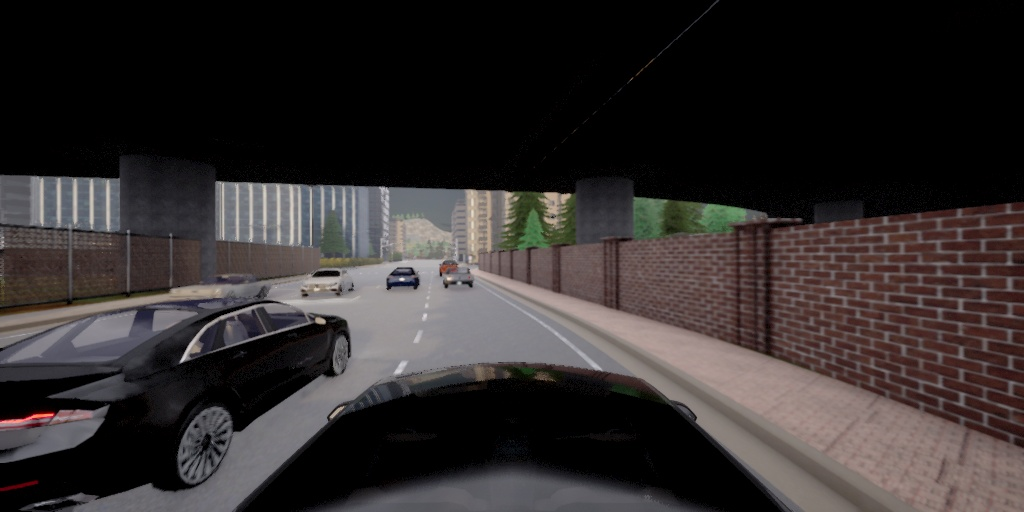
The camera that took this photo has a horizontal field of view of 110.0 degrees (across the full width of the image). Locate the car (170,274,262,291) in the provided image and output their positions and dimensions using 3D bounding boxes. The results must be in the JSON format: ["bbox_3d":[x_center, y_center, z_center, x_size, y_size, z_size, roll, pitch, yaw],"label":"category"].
[{"bbox_3d":[-12.854,1.483,16.172,1.895,1.301,4.718,0,0,-12],"label":"car"}]

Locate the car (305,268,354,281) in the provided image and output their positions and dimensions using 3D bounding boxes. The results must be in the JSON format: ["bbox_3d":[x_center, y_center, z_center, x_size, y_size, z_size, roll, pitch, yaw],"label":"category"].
[{"bbox_3d":[-10.074,1.399,19.905,1.812,1.442,4.674,0,0,-12],"label":"car"}]

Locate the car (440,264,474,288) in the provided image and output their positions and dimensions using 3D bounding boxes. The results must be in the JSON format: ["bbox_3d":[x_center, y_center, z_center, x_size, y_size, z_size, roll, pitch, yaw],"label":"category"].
[{"bbox_3d":[-3.764,1.443,24.781,1.895,1.301,4.718,0,0,-12],"label":"car"}]

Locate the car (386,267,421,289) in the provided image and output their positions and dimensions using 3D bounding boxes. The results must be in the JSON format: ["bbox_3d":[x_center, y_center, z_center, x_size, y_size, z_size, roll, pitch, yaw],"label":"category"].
[{"bbox_3d":[-7.216,1.428,24.135,1.994,1.385,4.181,0,0,-12],"label":"car"}]

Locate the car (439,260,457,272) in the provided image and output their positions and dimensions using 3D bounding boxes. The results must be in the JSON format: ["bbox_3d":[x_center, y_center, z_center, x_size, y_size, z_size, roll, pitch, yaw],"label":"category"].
[{"bbox_3d":[-6.970,1.259,39.760,2.097,1.767,4.553,0,0,-12],"label":"car"}]

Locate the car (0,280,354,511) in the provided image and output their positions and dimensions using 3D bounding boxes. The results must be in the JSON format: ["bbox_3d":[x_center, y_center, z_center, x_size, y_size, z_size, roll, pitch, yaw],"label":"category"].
[{"bbox_3d":[-3.698,1.276,4.520,2.128,1.511,4.902,0,0,-4],"label":"car"}]
